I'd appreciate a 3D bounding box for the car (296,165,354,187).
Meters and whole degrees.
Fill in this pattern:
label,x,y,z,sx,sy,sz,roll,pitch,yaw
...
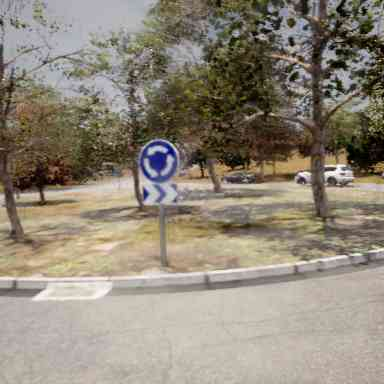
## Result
label,x,y,z,sx,sy,sz,roll,pitch,yaw
car,12.969,-1.599,32.811,2.150,2.045,5.566,-4,5,-35

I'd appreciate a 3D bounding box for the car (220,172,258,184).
label,x,y,z,sx,sy,sz,roll,pitch,yaw
car,5.928,-1.759,42.369,4.892,1.490,1.837,1,5,33
